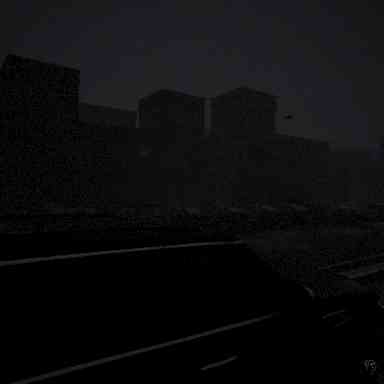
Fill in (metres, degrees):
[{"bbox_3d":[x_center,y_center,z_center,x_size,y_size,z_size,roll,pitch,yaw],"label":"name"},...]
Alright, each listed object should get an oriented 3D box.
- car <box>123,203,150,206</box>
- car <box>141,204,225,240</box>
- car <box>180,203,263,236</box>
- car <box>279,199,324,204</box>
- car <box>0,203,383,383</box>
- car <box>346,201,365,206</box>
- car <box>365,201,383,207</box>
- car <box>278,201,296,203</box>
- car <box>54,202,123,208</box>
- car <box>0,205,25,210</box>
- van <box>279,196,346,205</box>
[{"bbox_3d":[-2.871,1.364,16.485,2.185,1.767,4.553,0,0,-36],"label":"car"},{"bbox_3d":[-0.643,1.496,18.108,2.231,1.521,4.892,0,0,-36],"label":"car"},{"bbox_3d":[1.601,1.502,19.710,2.231,1.521,4.892,0,0,-36],"label":"car"},{"bbox_3d":[6.087,1.519,22.915,2.231,1.521,4.892,0,0,-36],"label":"car"},{"bbox_3d":[-0.526,1.221,2.757,5.566,2.045,2.150,0,0,-36],"label":"car"},{"bbox_3d":[10.572,1.578,26.123,2.002,1.452,4.674,0,0,-36],"label":"car"},{"bbox_3d":[12.707,1.547,27.879,1.946,1.575,5.366,0,0,-36],"label":"car"},{"bbox_3d":[3.844,1.510,21.313,2.231,1.521,4.892,0,0,-36],"label":"car"},{"bbox_3d":[-5.151,1.360,14.933,2.185,1.767,4.553,0,0,-36],"label":"car"},{"bbox_3d":[-7.395,1.356,13.330,2.185,1.767,4.553,0,0,-36],"label":"car"},{"bbox_3d":[8.497,1.302,24.500,1.878,1.987,4.442,0,0,-36],"label":"van"}]
